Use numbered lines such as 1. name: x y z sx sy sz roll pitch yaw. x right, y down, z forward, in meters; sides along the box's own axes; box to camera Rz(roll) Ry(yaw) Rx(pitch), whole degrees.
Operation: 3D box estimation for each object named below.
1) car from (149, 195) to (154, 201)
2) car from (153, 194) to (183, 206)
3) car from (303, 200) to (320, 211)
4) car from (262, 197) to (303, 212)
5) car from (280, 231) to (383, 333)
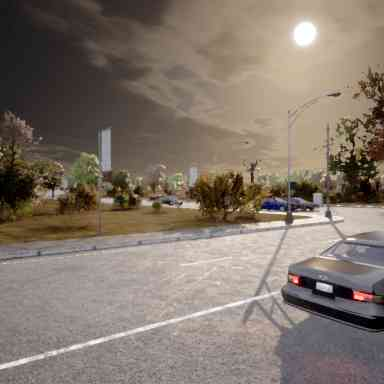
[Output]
1. car: -7.740 1.260 73.374 1.882 1.535 5.008 -1 0 -38
2. car: -3.359 1.339 51.060 2.128 1.511 4.902 -1 0 -39
3. car: 11.717 1.363 37.964 2.033 1.411 5.357 -1 0 -39
4. car: 8.935 1.318 35.832 1.882 1.535 5.008 -1 0 -40
5. car: 4.103 1.528 6.695 5.357 1.411 2.033 0 0 -36
